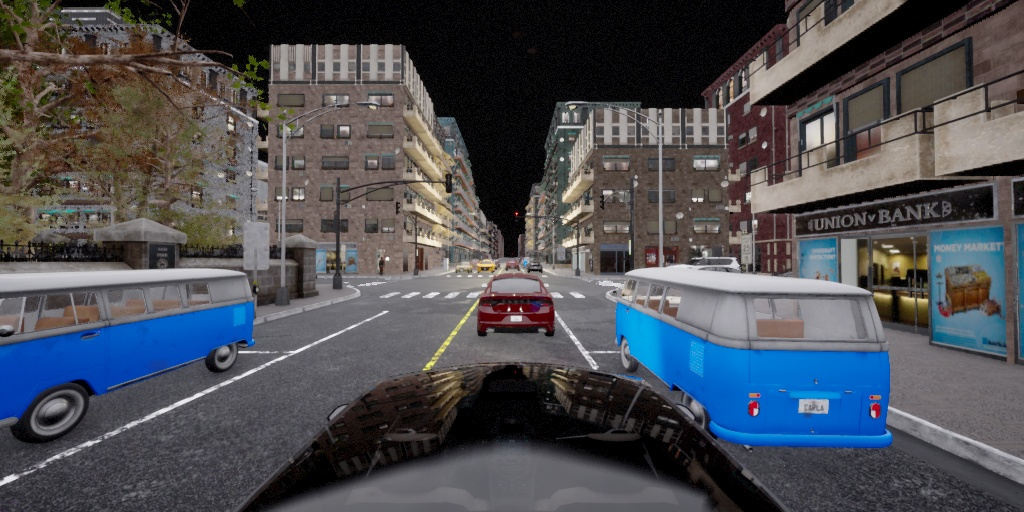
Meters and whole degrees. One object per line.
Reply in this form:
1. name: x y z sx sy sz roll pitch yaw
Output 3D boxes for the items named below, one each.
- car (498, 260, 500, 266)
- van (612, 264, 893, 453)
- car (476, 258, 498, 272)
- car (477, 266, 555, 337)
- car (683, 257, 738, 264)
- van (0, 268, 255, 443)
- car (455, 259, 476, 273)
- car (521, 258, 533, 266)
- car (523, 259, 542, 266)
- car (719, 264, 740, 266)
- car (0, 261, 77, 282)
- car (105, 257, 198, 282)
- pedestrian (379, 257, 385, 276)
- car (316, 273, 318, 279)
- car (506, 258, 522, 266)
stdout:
1. car: -3.098 1.318 53.619 2.033 1.411 5.357 0 0 0
2. van: 2.658 1.092 5.020 1.690 1.789 3.998 0 0 0
3. car: -3.103 1.244 43.658 1.882 1.535 5.008 0 0 0
4. car: 0.098 1.231 10.381 1.882 1.535 5.008 0 0 0
5. car: 15.100 1.102 28.526 5.566 2.045 2.150 0 -1 2
6. van: -5.656 1.092 5.021 1.690 1.789 3.998 0 0 0
7. car: -5.690 1.291 42.796 1.751 1.417 4.829 0 0 0
8. car: 2.690 1.319 48.609 2.007 1.370 4.403 0 0 0
9. car: 2.690 1.331 42.967 1.948 1.339 4.313 0 0 0
10. car: 13.533 1.334 22.755 4.313 1.339 1.948 0 0 1
11. car: -35.359 1.094 25.944 5.357 1.411 2.033 0 -1 1
12. car: -25.832 0.950 25.827 4.553 1.767 2.097 0 -1 1
13. pedestrian: -12.540 0.969 34.408 0.375 1.860 0.375 0 -1 1
14. car: -16.605 1.139 25.715 4.902 1.511 2.128 0 -1 1
15. car: 0.084 1.295 51.377 1.812 1.442 4.674 0 0 0
